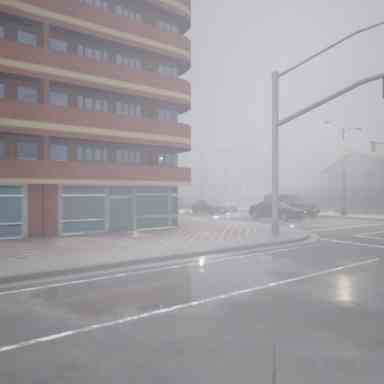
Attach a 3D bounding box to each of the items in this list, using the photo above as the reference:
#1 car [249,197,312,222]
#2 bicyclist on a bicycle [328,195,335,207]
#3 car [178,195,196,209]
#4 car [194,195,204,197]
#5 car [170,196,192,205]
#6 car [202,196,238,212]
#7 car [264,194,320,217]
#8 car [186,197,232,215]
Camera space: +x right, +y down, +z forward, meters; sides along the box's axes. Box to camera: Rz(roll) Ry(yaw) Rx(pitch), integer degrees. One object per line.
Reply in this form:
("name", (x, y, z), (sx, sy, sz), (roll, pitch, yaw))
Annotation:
("car", (6.808, 1.476, 26.973), (1.882, 1.535, 5.008), (0, 0, -34))
("bicyclist on a bicycle", (19.295, 1.297, 45.856), (1.656, 1.620, 0.582), (0, 0, -35))
("car", (-1.989, 1.502, 45.952), (1.837, 1.490, 4.892), (0, 0, -34))
("car", (0.728, 1.348, 62.452), (2.097, 1.767, 4.553), (0, 0, -35))
("car", (-2.124, 1.523, 60.506), (1.812, 1.442, 4.674), (0, 0, -34))
("car", (3.256, 1.523, 38.348), (1.812, 1.442, 4.674), (0, 0, -35))
("car", (8.794, 1.219, 30.302), (2.150, 2.045, 5.566), (0, 0, -34))
("car", (1.685, 1.524, 34.449), (1.812, 1.442, 4.674), (0, 0, -35))
